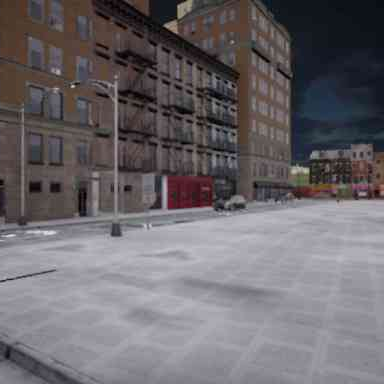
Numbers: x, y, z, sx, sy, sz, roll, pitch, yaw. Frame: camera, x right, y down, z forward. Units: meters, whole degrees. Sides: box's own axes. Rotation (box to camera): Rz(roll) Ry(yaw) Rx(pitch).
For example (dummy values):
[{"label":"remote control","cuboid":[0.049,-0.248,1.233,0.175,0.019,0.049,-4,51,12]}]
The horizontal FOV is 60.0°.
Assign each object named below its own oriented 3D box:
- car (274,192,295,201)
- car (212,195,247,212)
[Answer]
[{"label":"car","cuboid":[13.434,0.852,48.135,1.837,1.490,4.892,0,0,36]},{"label":"car","cuboid":[4.045,1.151,35.206,2.097,1.767,4.553,0,0,36]}]
